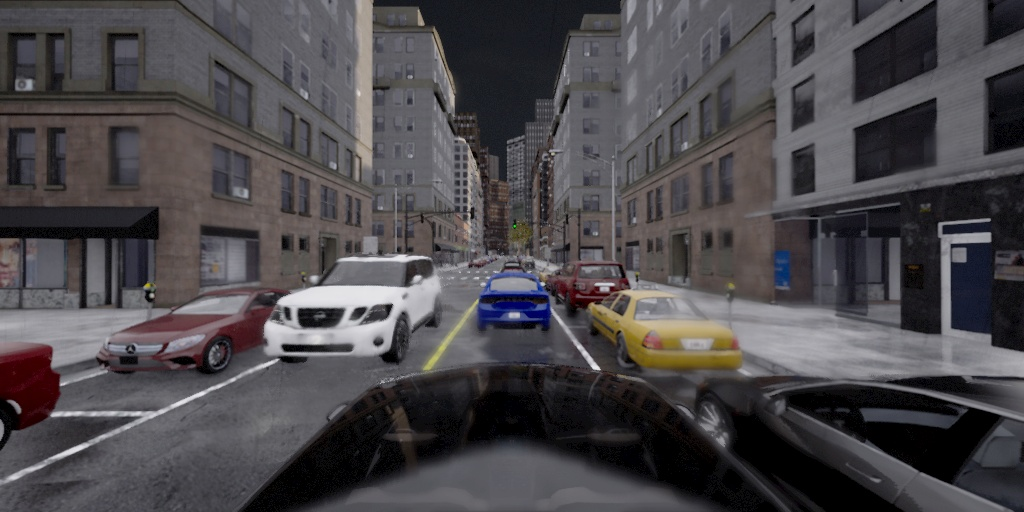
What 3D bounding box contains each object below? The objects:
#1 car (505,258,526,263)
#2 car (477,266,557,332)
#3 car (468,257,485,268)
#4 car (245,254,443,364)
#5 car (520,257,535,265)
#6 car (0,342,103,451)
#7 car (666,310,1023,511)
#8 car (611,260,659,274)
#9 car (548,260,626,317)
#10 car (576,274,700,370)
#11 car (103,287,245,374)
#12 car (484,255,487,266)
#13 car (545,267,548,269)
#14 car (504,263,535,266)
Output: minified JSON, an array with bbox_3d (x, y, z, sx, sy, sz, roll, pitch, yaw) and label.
[{"bbox_3d":[0.047,1.225,31.042,1.837,1.490,4.892,0,1,0],"label":"car"},{"bbox_3d":[0.034,1.231,10.881,1.882,1.535,5.008,0,0,-1],"label":"car"},{"bbox_3d":[-5.811,1.184,56.259,1.888,1.381,4.507,0,0,0],"label":"car"},{"bbox_3d":[-3.106,0.975,8.452,2.150,2.045,5.566,0,0,0],"label":"car"},{"bbox_3d":[2.714,1.189,56.259,2.007,1.370,4.403,0,0,0],"label":"car"},{"bbox_3d":[-5.762,1.296,1.940,1.888,1.381,4.507,0,0,0],"label":"car"},{"bbox_3d":[2.763,1.317,1.941,1.948,1.339,4.313,0,0,0],"label":"car"},{"bbox_3d":[13.449,1.204,39.350,4.674,1.442,1.812,0,0,-1],"label":"car"},{"bbox_3d":[2.753,1.067,13.048,2.192,1.841,5.009,0,0,0],"label":"car"},{"bbox_3d":[2.758,1.278,7.663,1.751,1.417,4.829,0,0,0],"label":"car"},{"bbox_3d":[-5.767,1.335,7.492,1.802,1.307,4.207,0,0,0],"label":"car"},{"bbox_3d":[-5.816,1.052,61.684,1.967,1.591,4.097,0,0,0],"label":"car"},{"bbox_3d":[2.748,1.331,18.599,1.802,1.307,4.207,0,0,0],"label":"car"},{"bbox_3d":[0.077,1.311,20.507,1.994,1.385,4.181,0,0,0],"label":"car"}]
